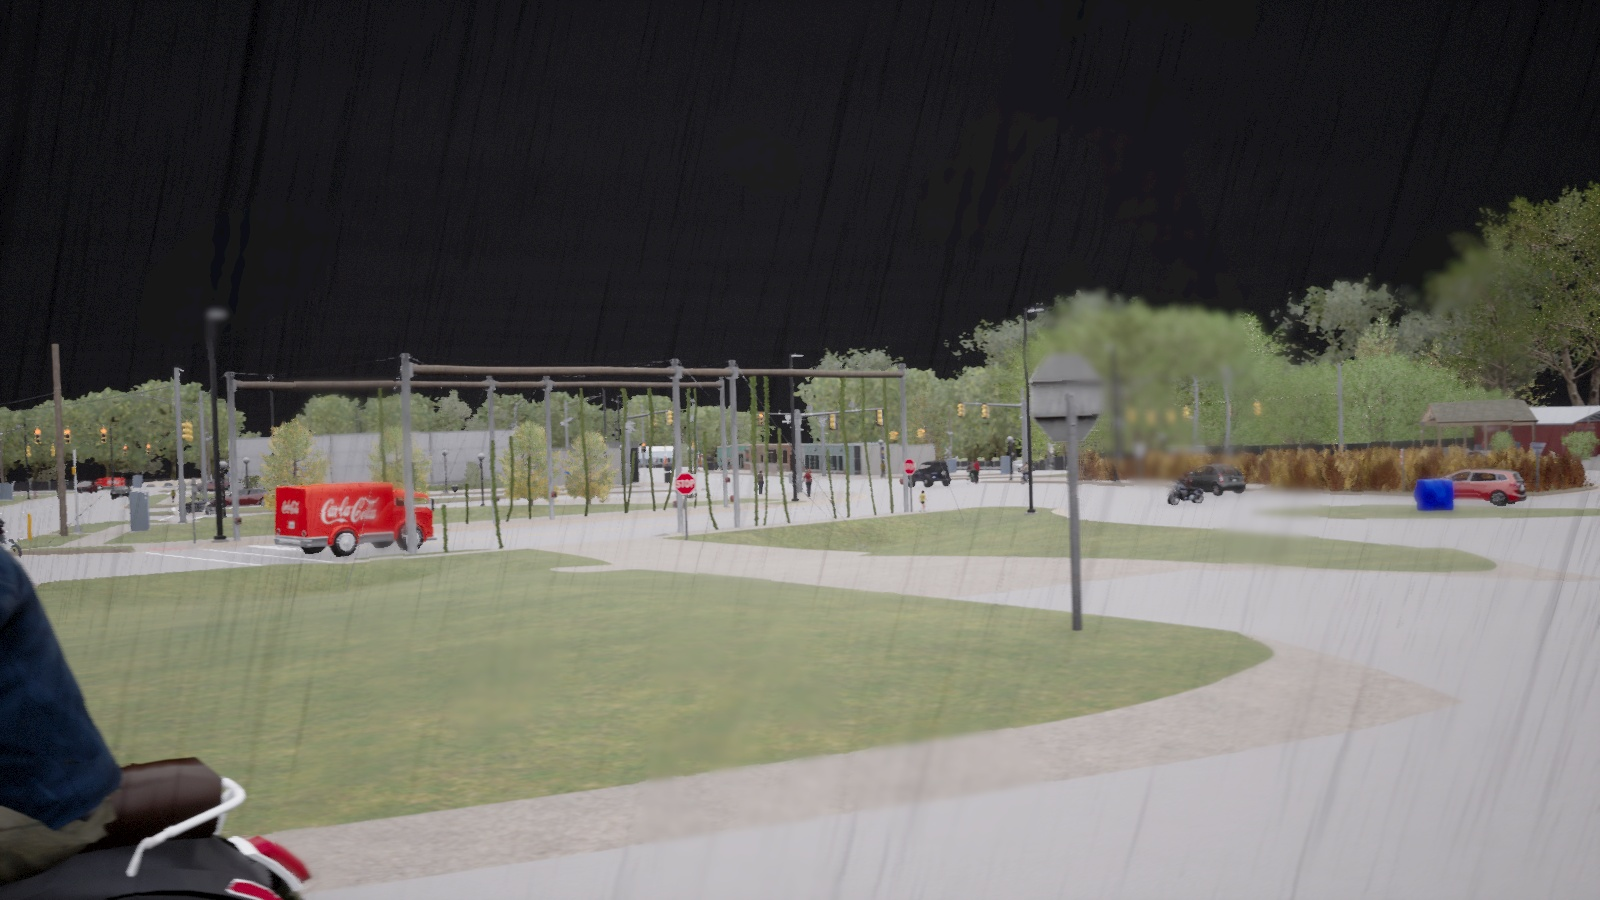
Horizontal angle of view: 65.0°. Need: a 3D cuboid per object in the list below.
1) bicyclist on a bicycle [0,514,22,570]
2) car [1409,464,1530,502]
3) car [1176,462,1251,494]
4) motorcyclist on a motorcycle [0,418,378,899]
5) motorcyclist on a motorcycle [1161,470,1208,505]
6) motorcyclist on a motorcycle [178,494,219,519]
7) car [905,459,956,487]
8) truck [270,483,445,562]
[{"bbox_3d":[-26.237,2.994,40.483,0.659,1.776,1.843,0,0,37],"label":"bicyclist on a bicycle"},{"bbox_3d":[31.477,1.534,59.099,4.611,1.667,2.242,0,0,41],"label":"car"},{"bbox_3d":[22.992,1.533,69.969,1.851,1.617,3.988,-3,1,-19],"label":"car"},{"bbox_3d":[-1.845,0.750,2.355,1.817,1.590,0.866,0,-2,-37],"label":"motorcyclist on a motorcycle"},{"bbox_3d":[19.039,1.850,62.202,2.350,1.649,0.766,-2,1,-29],"label":"motorcyclist on a motorcycle"},{"bbox_3d":[-40.647,3.810,84.888,2.350,1.649,0.766,-1,-1,-14],"label":"motorcyclist on a motorcycle"},{"bbox_3d":[9.466,1.709,91.477,1.905,1.878,3.866,-3,0,-25],"label":"car"},{"bbox_3d":[-15.640,2.496,44.609,2.627,2.467,5.204,-1,0,42],"label":"truck"}]
